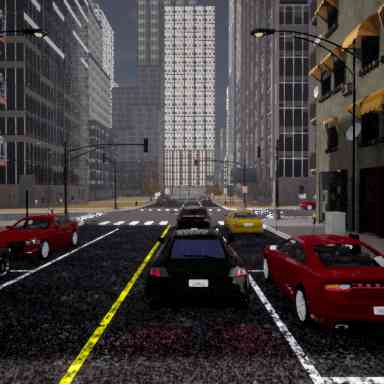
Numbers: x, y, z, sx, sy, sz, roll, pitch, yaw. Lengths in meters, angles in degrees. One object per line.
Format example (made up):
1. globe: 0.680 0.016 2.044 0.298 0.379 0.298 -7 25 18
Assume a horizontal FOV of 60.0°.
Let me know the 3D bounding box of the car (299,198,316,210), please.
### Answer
1. car: 14.273 1.256 37.104 4.507 1.381 1.887 -1 1 0

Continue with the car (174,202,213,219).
1. car: 0.087 1.503 17.807 1.837 1.490 4.892 0 0 -1

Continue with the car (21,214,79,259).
1. car: -5.692 1.543 12.482 1.887 1.381 4.507 -1 0 0

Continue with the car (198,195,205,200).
1. car: 2.738 1.582 94.870 1.802 1.307 4.206 -1 0 0

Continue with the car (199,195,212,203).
1. car: 2.716 1.438 61.513 1.967 1.590 4.097 -1 0 0

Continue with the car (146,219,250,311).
1. car: 0.107 1.563 7.823 1.994 1.385 4.181 0 0 0

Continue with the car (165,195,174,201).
1. car: -5.650 1.524 83.587 1.752 1.417 4.829 -1 0 0

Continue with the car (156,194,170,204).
1. car: -5.663 1.542 61.519 1.887 1.381 4.507 -1 0 0

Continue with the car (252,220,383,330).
1. car: 2.686 1.544 6.940 1.887 1.381 4.507 -1 0 0

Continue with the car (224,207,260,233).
1. car: 2.692 1.523 18.156 1.752 1.417 4.829 -1 0 0

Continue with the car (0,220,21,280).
1. car: -5.696 1.439 6.958 1.967 1.590 4.097 -1 0 0

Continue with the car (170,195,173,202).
1. car: -5.661 1.313 67.079 2.192 1.841 5.009 -1 0 0

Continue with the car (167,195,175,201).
1. car: -5.646 1.544 89.316 1.887 1.381 4.507 -1 0 0
